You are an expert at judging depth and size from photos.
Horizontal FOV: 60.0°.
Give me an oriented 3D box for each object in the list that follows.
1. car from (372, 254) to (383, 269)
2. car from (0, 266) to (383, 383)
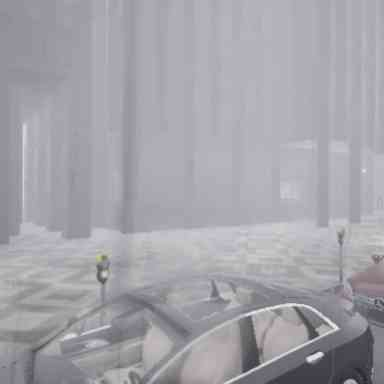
[{"bbox_3d":[4.459,1.581,6.133,4.206,1.307,1.802,0,0,-35],"label":"car"},{"bbox_3d":[-0.115,1.544,2.886,4.403,1.369,2.008,0,0,-35],"label":"car"}]
